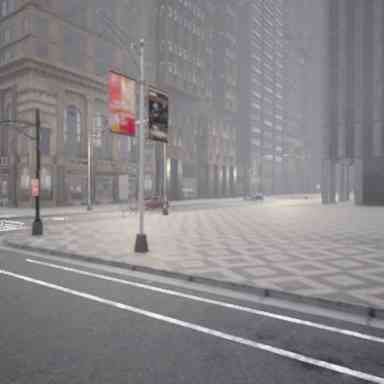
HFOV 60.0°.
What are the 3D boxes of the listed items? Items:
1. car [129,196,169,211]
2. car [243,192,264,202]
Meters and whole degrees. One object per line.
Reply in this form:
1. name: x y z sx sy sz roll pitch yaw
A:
1. car: -4.219 1.126 33.551 1.812 1.442 4.674 0 1 36
2. car: 9.869 0.774 53.132 2.128 1.511 4.902 0 1 36
